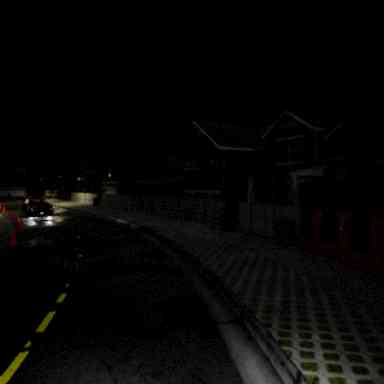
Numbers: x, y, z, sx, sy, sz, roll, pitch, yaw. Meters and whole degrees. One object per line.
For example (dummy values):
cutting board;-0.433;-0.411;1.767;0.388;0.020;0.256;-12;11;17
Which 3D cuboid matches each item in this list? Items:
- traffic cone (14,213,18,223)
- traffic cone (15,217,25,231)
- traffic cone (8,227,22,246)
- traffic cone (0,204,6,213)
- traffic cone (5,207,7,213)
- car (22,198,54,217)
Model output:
traffic cone;-11.287;1.671;21.407;0.340;0.580;0.340;-1;1;-33
traffic cone;-8.878;1.724;17.317;0.340;0.580;0.340;-1;1;-27
traffic cone;-6.968;1.782;13.009;0.340;0.580;0.340;-1;1;-21
traffic cone;-16.734;1.565;29.793;0.340;0.580;0.340;-1;1;-33
traffic cone;-14.011;1.618;25.600;0.340;0.580;0.340;-1;1;-33
car;-12.767;1.178;27.302;2.033;1.411;5.357;-1;1;-33
